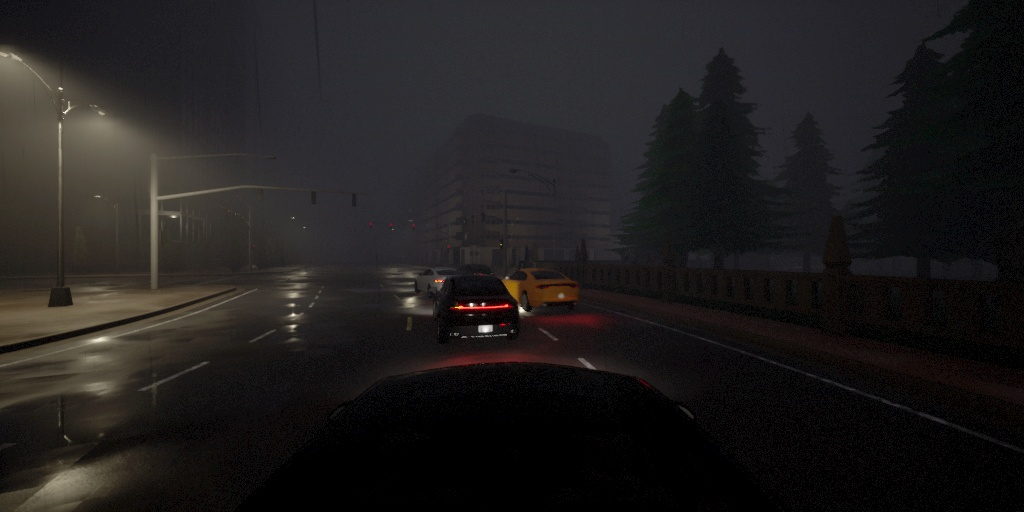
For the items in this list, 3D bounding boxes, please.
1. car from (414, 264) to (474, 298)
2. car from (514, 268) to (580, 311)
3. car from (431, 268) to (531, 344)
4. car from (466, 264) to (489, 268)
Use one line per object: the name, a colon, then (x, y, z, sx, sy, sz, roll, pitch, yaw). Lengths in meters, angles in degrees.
car: (-3.682, 1.275, 18.375, 1.812, 1.442, 4.674, 0, 0, -27)
car: (0.893, 1.228, 14.503, 1.882, 1.535, 5.008, 0, -1, -18)
car: (-1.130, 1.255, 9.749, 1.837, 1.490, 4.892, 0, 0, -14)
car: (-2.621, 1.254, 23.296, 1.837, 1.490, 4.892, 0, 0, -23)
